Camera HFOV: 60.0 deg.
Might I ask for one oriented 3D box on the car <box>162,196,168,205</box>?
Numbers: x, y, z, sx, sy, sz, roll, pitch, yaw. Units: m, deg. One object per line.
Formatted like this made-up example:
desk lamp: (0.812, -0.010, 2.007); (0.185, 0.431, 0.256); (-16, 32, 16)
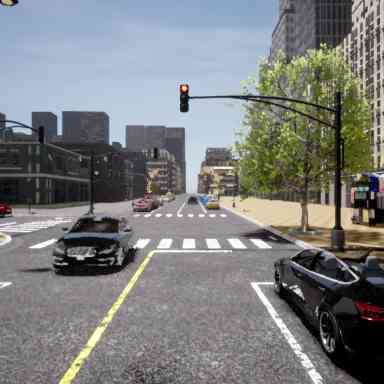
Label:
car: (-5.633, 1.555, 54.901); (2.008, 1.369, 4.403); (0, 0, 0)

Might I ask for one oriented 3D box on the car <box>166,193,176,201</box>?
car: (-5.600, 1.324, 88.207); (2.192, 1.841, 5.009); (0, 0, 0)

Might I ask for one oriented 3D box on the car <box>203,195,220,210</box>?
car: (2.737, 1.528, 43.963); (1.752, 1.417, 4.829); (0, 0, 0)

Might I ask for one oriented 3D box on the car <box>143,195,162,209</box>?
car: (-5.643, 1.318, 43.799); (2.192, 1.841, 5.009); (0, 0, 0)

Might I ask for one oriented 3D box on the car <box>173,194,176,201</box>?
car: (-5.607, 1.559, 82.656); (2.008, 1.369, 4.403); (0, 0, 0)

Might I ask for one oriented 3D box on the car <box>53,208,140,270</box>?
car: (-3.054, 1.506, 11.195); (1.837, 1.490, 4.892); (2, 0, -3)

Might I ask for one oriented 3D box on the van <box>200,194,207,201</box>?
van: (2.776, 1.349, 82.651); (1.690, 1.788, 3.998); (0, 0, 0)

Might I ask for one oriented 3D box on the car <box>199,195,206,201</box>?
car: (2.780, 1.534, 88.371); (1.752, 1.417, 4.829); (0, 0, 0)

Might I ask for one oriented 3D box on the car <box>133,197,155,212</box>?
car: (-5.649, 1.585, 38.248); (1.802, 1.307, 4.206); (0, 0, 0)

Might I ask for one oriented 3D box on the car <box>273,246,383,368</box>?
car: (2.700, 1.566, 5.764); (1.947, 1.339, 4.313); (0, 0, 0)

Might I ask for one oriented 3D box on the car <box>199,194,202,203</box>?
car: (2.752, 1.556, 60.447); (2.008, 1.369, 4.403); (0, 0, 0)

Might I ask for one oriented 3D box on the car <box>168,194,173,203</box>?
car: (-5.617, 1.532, 71.384); (1.752, 1.417, 4.829); (0, 0, 0)

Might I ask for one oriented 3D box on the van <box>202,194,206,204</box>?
van: (2.743, 1.345, 49.345); (1.690, 1.788, 3.998); (0, 0, 0)

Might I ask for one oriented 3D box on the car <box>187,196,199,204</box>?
car: (0.162, 1.510, 64.079); (1.837, 1.490, 4.892); (0, 0, 0)

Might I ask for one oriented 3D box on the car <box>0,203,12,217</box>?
car: (-17.242, 1.371, 27.262); (4.507, 1.381, 1.887); (1, -1, -1)
